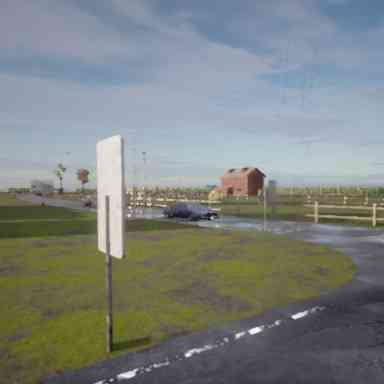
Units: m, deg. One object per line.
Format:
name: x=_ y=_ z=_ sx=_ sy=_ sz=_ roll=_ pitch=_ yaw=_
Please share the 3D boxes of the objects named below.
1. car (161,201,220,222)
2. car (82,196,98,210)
car: x=-0.259 y=1.437 z=25.395 sx=2.033 sy=1.411 sz=5.357 roll=-1 pitch=1 yaw=-39
car: x=-11.713 y=1.267 z=40.190 sx=2.128 sy=1.511 sz=4.902 roll=-1 pitch=1 yaw=-37
